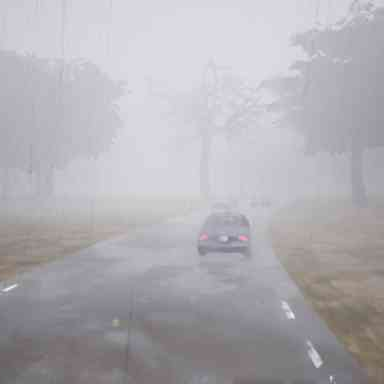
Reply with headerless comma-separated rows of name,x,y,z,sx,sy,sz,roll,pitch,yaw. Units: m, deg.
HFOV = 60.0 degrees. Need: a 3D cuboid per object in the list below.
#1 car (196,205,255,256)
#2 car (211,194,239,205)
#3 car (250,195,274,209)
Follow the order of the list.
car,1.319,1.442,12.658,2.033,1.411,5.357,0,1,8
car,3.260,0.967,32.592,1.882,1.535,5.008,0,2,20
car,7.469,0.997,35.017,1.895,1.301,4.718,0,2,20
